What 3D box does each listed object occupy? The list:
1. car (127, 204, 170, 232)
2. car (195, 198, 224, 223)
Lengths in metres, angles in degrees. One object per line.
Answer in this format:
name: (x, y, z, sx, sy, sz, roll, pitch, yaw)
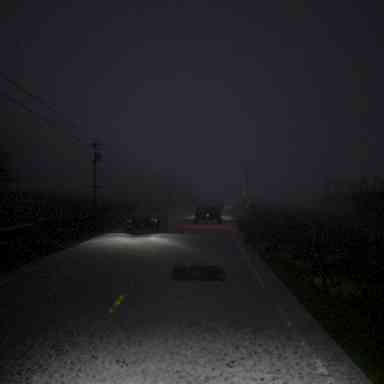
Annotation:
car: (-2.531, 1.472, 20.148, 1.882, 1.535, 5.008, 0, 0, 4)
car: (1.294, 1.474, 25.546, 1.882, 1.535, 5.008, 0, 0, 5)
